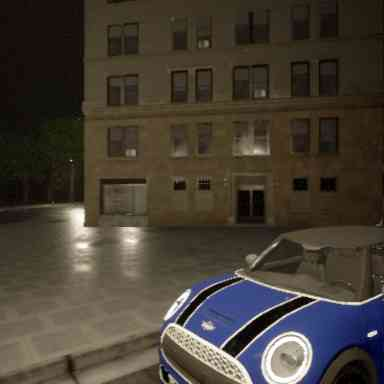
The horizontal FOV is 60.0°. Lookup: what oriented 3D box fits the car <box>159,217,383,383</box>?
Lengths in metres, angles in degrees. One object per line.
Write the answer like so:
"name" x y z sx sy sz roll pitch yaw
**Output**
"car" 1.821 1.304 4.382 4.553 1.767 2.097 -1 0 -35
